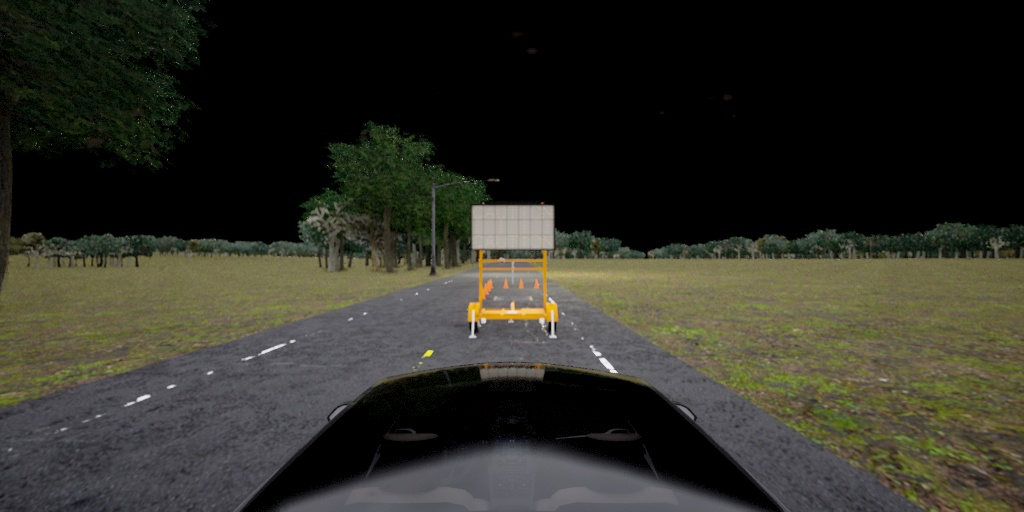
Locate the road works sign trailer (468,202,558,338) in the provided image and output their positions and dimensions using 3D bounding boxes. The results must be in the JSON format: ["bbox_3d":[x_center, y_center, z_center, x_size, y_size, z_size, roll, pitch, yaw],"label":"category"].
[{"bbox_3d":[0.028,0.251,10.312,2.380,3.560,2.880,0,0,0],"label":"road works sign trailer"}]
